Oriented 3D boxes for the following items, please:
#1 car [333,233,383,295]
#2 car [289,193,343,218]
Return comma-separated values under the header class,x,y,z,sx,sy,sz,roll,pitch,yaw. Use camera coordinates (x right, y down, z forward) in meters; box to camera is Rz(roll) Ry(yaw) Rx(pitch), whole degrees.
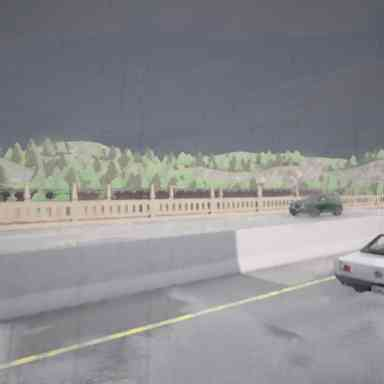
class,x,y,z,sx,sy,sz,roll,pitch,yaw
car,5.351,1.566,7.565,4.718,1.301,1.895,0,0,-36
car,10.889,1.122,28.925,5.566,2.045,2.150,0,0,-35
